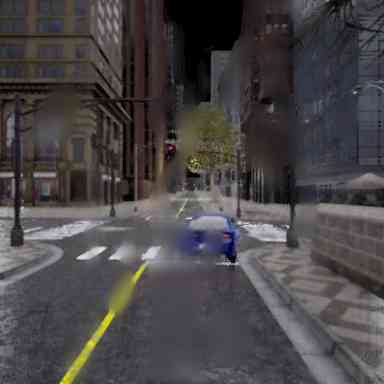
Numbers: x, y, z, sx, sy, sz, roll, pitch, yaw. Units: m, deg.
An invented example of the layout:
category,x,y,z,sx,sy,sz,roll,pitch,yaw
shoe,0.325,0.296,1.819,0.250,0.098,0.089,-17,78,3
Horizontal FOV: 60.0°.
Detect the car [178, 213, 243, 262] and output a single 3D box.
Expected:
category,x,y,z,sx,sy,sz,roll,pitch,yaw
car,0.830,1.531,12.584,1.882,1.535,5.008,0,0,11
